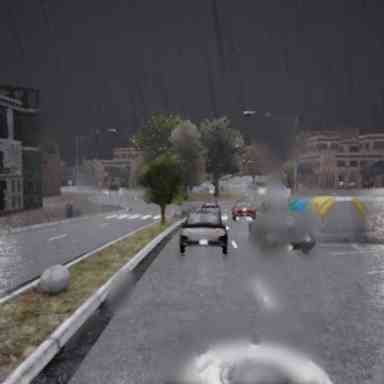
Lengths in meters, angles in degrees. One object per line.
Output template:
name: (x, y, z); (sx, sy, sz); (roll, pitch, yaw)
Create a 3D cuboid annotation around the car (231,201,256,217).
car: (4.755, 1.578, 30.931); (2.097, 1.767, 4.553); (0, 0, 5)

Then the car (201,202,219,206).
car: (1.812, 1.701, 31.780); (2.128, 1.511, 4.902); (0, 0, 5)

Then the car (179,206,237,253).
car: (0.506, 1.569, 14.068); (2.128, 1.511, 4.902); (0, 0, 3)

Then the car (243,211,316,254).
car: (3.496, 1.688, 13.909); (1.895, 1.301, 4.718); (0, 0, 2)
